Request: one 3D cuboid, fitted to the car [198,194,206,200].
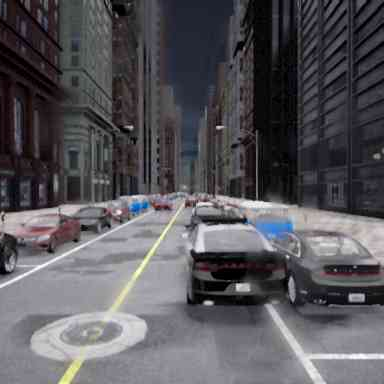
[{"bbox_3d":[2.786,1.347,92.300,1.967,1.590,4.097,0,0,0],"label":"car"}]

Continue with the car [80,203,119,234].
[{"bbox_3d":[-5.759,1.532,19.015,1.947,1.339,4.313,0,0,0],"label":"car"}]

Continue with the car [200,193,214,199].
[{"bbox_3d":[2.775,1.241,52.845,2.192,1.841,5.009,0,0,0],"label":"car"}]

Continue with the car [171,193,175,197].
[{"bbox_3d":[-5.742,1.477,81.017,1.947,1.339,4.313,0,0,0],"label":"car"}]

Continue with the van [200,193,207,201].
[{"bbox_3d":[2.783,1.252,81.027,1.690,1.788,3.998,0,0,0],"label":"van"}]

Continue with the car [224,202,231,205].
[{"bbox_3d":[2.766,1.517,19.029,2.008,1.369,4.403,0,0,0],"label":"car"}]

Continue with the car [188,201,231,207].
[{"bbox_3d":[0.843,1.473,18.142,1.837,1.490,4.892,0,0,0],"label":"car"}]

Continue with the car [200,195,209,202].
[{"bbox_3d":[2.782,1.438,75.561,1.752,1.417,4.829,0,0,0],"label":"car"}]

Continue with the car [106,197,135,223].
[{"bbox_3d":[-5.757,1.398,24.651,1.967,1.590,4.097,0,0,0],"label":"car"}]

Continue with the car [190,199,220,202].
[{"bbox_3d":[0.907,1.484,24.142,1.812,1.442,4.674,0,0,0],"label":"car"}]

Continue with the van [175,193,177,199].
[{"bbox_3d":[-5.739,1.248,92.290,1.690,1.788,3.998,0,0,0],"label":"van"}]

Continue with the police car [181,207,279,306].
[{"bbox_3d":[0.779,1.410,8.225,1.930,1.638,5.238,0,0,-2],"label":"police car"}]

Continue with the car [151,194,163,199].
[{"bbox_3d":[-5.751,1.246,47.197,2.192,1.841,5.009,0,0,0],"label":"car"}]

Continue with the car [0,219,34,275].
[{"bbox_3d":[-5.762,1.551,7.741,1.947,1.339,4.313,0,0,0],"label":"car"}]

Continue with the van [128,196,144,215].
[{"bbox_3d":[-5.756,1.291,30.288,1.690,1.788,3.998,0,0,0],"label":"van"}]

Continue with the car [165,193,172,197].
[{"bbox_3d":[-5.745,1.460,69.744,1.887,1.381,4.507,0,0,0],"label":"car"}]

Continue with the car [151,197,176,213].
[{"bbox_3d":[-3.090,1.543,36.783,1.895,1.301,4.718,0,0,0],"label":"car"}]

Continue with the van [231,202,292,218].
[{"bbox_3d":[2.765,1.316,13.392,1.690,1.788,3.998,0,0,0],"label":"van"}]

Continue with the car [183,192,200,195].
[{"bbox_3d":[0.017,1.273,59.187,2.097,1.767,4.553,0,0,0],"label":"car"}]

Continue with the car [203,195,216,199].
[{"bbox_3d":[2.773,1.482,41.573,1.887,1.381,4.507,0,0,0],"label":"car"}]

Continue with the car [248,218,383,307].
[{"bbox_3d":[2.763,1.535,7.756,2.008,1.369,4.403,0,0,0],"label":"car"}]

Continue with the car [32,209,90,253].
[{"bbox_3d":[-5.760,1.557,13.378,1.802,1.307,4.206,0,0,0],"label":"car"}]

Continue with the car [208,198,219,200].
[{"bbox_3d":[2.769,1.501,30.301,2.008,1.369,4.403,0,0,0],"label":"car"}]

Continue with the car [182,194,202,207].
[{"bbox_3d":[0.025,1.410,45.693,1.882,1.535,5.008,0,0,0],"label":"car"}]

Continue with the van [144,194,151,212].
[{"bbox_3d":[-5.754,1.285,35.924,1.690,1.788,3.998,0,0,0],"label":"van"}]
